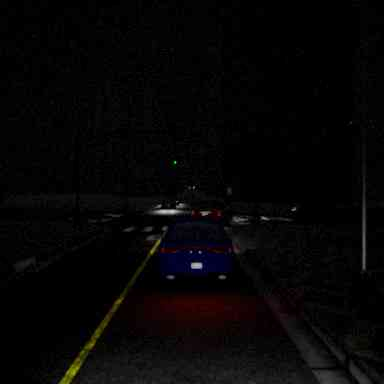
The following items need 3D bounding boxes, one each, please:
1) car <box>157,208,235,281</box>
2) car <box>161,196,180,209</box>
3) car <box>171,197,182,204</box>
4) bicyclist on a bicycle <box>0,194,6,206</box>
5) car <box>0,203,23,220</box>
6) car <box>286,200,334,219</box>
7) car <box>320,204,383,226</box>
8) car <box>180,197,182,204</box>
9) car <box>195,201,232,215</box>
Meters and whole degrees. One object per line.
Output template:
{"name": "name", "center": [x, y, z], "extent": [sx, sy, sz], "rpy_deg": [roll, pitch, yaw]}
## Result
{"name": "car", "center": [0.105, 1.477, 9.863], "extent": [1.882, 1.535, 5.008], "rpy_deg": [0, 0, 0]}
{"name": "car", "center": [-3.096, 1.488, 44.921], "extent": [2.128, 1.511, 4.902], "rpy_deg": [0, 0, -2]}
{"name": "car", "center": [-2.995, 1.597, 65.373], "extent": [1.895, 1.301, 4.718], "rpy_deg": [0, 0, 0]}
{"name": "bicyclist on a bicycle", "center": [-20.489, 1.027, 35.866], "extent": [0.582, 1.620, 1.656], "rpy_deg": [1, 0, 0]}
{"name": "car", "center": [-14.767, 1.364, 24.381], "extent": [4.403, 1.369, 2.008], "rpy_deg": [1, -1, 0]}
{"name": "car", "center": [10.959, 1.537, 30.320], "extent": [4.553, 1.767, 2.097], "rpy_deg": [1, 0, 0]}
{"name": "car", "center": [12.141, 1.773, 24.471], "extent": [4.313, 1.339, 1.947], "rpy_deg": [1, -1, 0]}
{"name": "car", "center": [-3.073, 1.501, 55.160], "extent": [1.837, 1.490, 4.892], "rpy_deg": [0, 0, 0]}
{"name": "car", "center": [1.319, 1.358, 21.657], "extent": [2.097, 1.767, 4.553], "rpy_deg": [1, 0, 14]}
